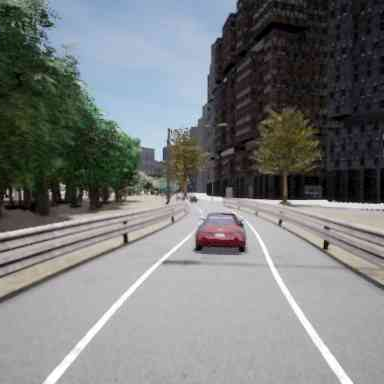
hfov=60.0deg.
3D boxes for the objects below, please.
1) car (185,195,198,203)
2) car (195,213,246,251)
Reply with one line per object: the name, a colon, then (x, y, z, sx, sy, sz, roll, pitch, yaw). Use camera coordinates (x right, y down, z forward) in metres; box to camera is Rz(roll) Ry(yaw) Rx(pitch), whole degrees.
car: (-0.138, 1.435, 68.754, 1.837, 1.490, 4.892, 0, 0, -12)
car: (1.263, 1.572, 14.298, 1.994, 1.385, 4.181, 0, 0, 7)
